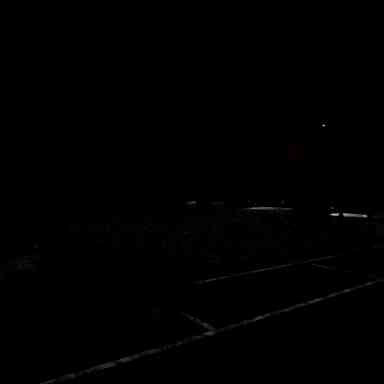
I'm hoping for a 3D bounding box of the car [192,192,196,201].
[{"bbox_3d":[-0.317,0.737,54.349,2.128,1.511,4.902,0,1,-35],"label":"car"}]

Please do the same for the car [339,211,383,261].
[{"bbox_3d":[6.827,1.551,11.443,4.403,1.369,2.008,0,0,-35],"label":"car"}]

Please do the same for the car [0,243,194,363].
[{"bbox_3d":[-2.070,1.544,5.165,4.507,1.381,1.887,0,0,-35],"label":"car"}]

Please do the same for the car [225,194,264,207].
[{"bbox_3d":[5.877,1.024,39.786,1.812,1.442,4.674,0,1,-35],"label":"car"}]

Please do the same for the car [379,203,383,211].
[{"bbox_3d":[16.254,1.320,24.121,2.128,1.511,4.902,0,1,-29],"label":"car"}]

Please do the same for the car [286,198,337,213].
[{"bbox_3d":[11.554,1.236,31.683,1.994,1.385,4.181,0,1,-35],"label":"car"}]

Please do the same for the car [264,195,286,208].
[{"bbox_3d":[9.764,1.067,39.904,1.812,1.442,4.674,0,1,-35],"label":"car"}]

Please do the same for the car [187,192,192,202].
[{"bbox_3d":[-2.834,0.454,52.281,2.150,2.045,5.566,0,2,-34],"label":"car"}]
